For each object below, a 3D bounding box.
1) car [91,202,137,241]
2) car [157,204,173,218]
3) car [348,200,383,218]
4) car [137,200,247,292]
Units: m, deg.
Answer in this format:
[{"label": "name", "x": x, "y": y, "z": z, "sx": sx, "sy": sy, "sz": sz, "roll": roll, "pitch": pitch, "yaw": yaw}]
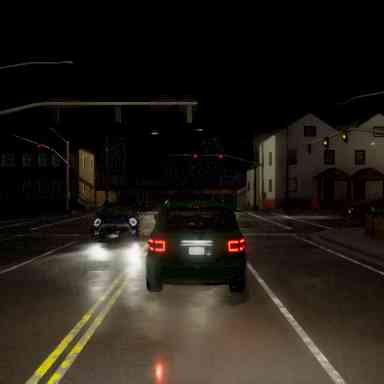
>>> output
[{"label": "car", "x": -3.687, "y": 1.353, "z": 16.824, "sx": 2.097, "sy": 1.767, "sz": 4.553, "roll": 0, "pitch": 0, "yaw": -8}, {"label": "car", "x": -3.593, "y": 2.597, "z": 45.329, "sx": 1.812, "sy": 1.442, "sz": 4.674, "roll": 0, "pitch": -9, "yaw": 0}, {"label": "car", "x": 16.563, "y": 1.491, "z": 29.786, "sx": 4.902, "sy": 1.511, "sz": 2.128, "roll": 0, "pitch": 0, "yaw": -1}, {"label": "car", "x": 0.090, "y": 1.221, "z": 9.059, "sx": 2.150, "sy": 2.045, "sz": 5.566, "roll": 0, "pitch": 0, "yaw": 0}]
